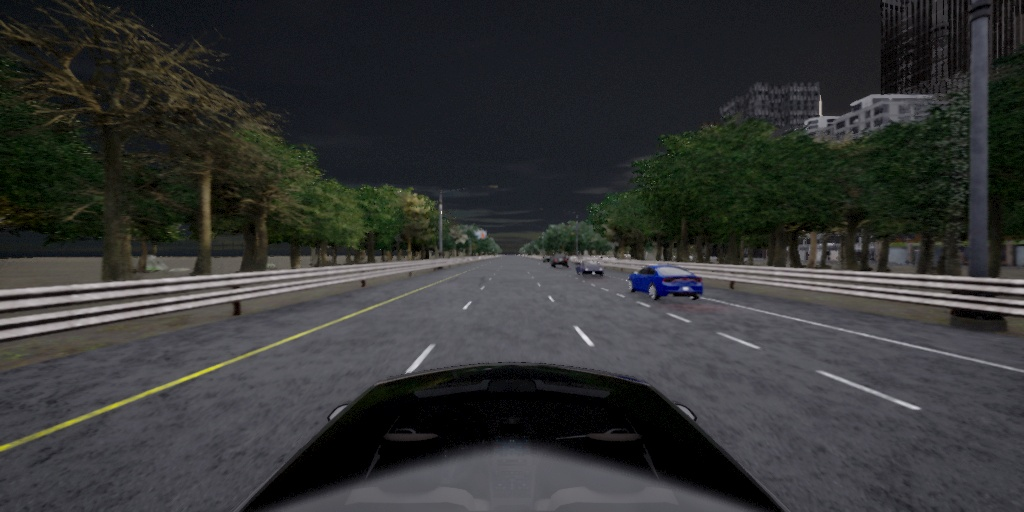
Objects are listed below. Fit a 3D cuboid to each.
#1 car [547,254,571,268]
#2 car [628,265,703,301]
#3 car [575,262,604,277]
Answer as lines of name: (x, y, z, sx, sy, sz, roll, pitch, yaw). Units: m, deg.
car: (7.023, 0.687, 54.017, 2.150, 2.045, 5.566, 0, 0, 0)
car: (7.007, 1.147, 16.933, 1.882, 1.535, 5.008, 0, 0, 0)
car: (7.016, 1.180, 33.007, 1.895, 1.301, 4.718, 0, 0, 0)
